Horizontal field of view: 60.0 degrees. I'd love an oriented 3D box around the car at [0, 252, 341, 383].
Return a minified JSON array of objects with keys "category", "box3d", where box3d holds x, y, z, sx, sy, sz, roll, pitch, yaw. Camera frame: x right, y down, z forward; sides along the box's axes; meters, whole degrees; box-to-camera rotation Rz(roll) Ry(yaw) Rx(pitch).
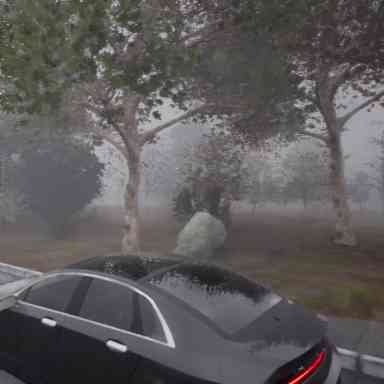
[{"category":"car","box3d":[-0.890,1.512,4.010,4.892,1.490,1.837,0,0,35]}]
